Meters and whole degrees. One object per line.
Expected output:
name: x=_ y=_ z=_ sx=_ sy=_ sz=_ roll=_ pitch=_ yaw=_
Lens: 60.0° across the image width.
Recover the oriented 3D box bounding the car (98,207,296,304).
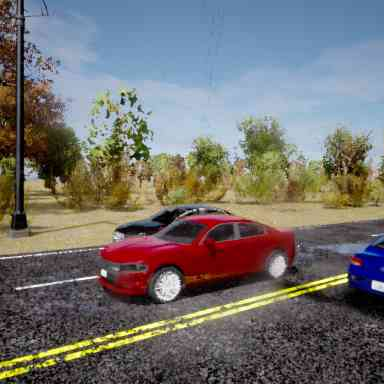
car: x=0.343 y=1.299 z=7.869 sx=5.008 sy=1.535 sz=1.882 roll=0 pitch=2 yaw=-35

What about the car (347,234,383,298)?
car: x=5.123 y=1.452 z=7.021 sx=4.674 sy=1.442 sz=1.812 roll=0 pitch=2 yaw=-35

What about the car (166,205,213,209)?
car: x=-0.259 y=1.227 z=11.419 sx=4.892 sy=1.490 sz=1.837 roll=0 pitch=2 yaw=-35
